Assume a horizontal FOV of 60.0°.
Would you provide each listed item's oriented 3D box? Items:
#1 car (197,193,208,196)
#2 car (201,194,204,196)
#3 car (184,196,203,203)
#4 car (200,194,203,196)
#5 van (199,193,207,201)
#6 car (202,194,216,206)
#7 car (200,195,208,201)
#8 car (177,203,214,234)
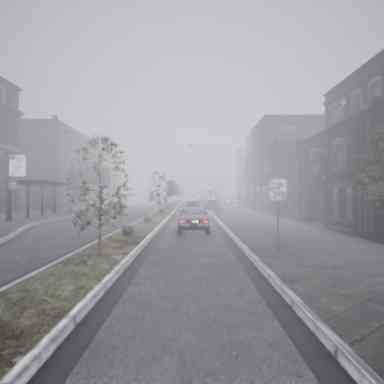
[{"bbox_3d":[2.962,1.290,78.072,2.435,2.045,5.566,0,0,0],"label":"car"},{"bbox_3d":[2.971,1.552,56.074,2.231,1.521,4.892,0,0,0],"label":"car"},{"bbox_3d":[0.080,1.569,42.669,1.837,1.490,4.892,0,0,0],"label":"car"},{"bbox_3d":[2.969,1.579,61.632,2.163,1.488,4.792,0,0,0],"label":"car"},{"bbox_3d":[2.958,1.326,89.203,1.878,1.987,4.442,0,0,0],"label":"van"},{"bbox_3d":[2.974,1.551,50.426,2.231,1.521,4.892,0,0,0],"label":"car"},{"bbox_3d":[2.959,1.584,83.560,2.002,1.452,4.674,0,0,0],"label":"car"},{"bbox_3d":[0.085,1.574,19.486,2.033,1.411,5.357,0,0,0],"label":"car"}]
